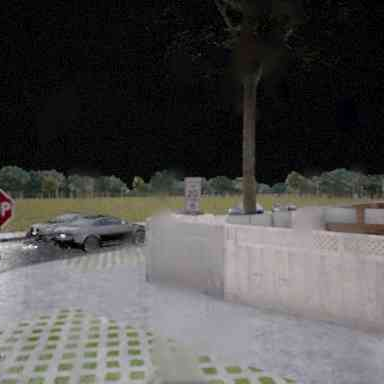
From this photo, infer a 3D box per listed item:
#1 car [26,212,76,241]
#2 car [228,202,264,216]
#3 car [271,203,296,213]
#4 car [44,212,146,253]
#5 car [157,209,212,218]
[{"bbox_3d":[-5.978,1.725,16.710,1.994,1.385,4.181,0,-1,35],"label":"car"},{"bbox_3d":[5.326,1.789,32.734,2.097,1.767,4.553,0,-1,35],"label":"car"},{"bbox_3d":[11.348,2.073,41.215,2.128,1.511,4.902,0,-1,36],"label":"car"},{"bbox_3d":[-3.900,1.730,14.700,1.994,1.385,4.181,0,-1,35],"label":"car"},{"bbox_3d":[-0.495,1.896,24.496,1.895,1.301,4.718,0,-1,35],"label":"car"}]
